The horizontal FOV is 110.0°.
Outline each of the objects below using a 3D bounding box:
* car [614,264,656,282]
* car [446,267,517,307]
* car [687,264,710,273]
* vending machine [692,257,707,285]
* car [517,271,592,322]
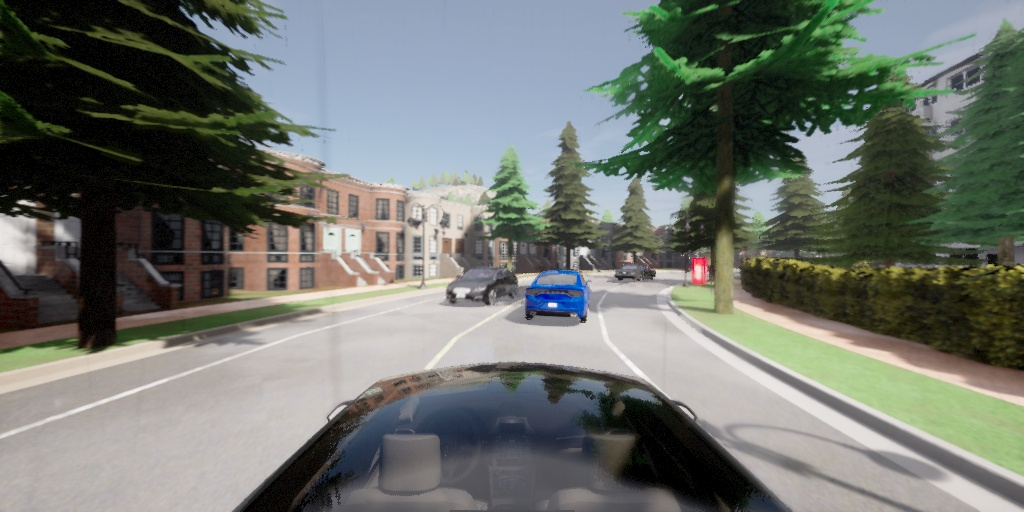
[{"bbox_3d":[10.429,1.396,30.189,2.033,1.411,5.357,0,0,39],"label":"car"},{"bbox_3d":[-1.161,1.233,15.797,2.128,1.511,4.902,0,0,18],"label":"car"},{"bbox_3d":[24.911,1.547,47.496,4.181,1.385,1.994,1,0,-36],"label":"car"},{"bbox_3d":[13.038,1.067,24.999,1.100,2.100,0.880,0,0,35],"label":"vending machine"},{"bbox_3d":[1.736,1.245,12.577,1.882,1.535,5.008,0,0,14],"label":"car"}]
